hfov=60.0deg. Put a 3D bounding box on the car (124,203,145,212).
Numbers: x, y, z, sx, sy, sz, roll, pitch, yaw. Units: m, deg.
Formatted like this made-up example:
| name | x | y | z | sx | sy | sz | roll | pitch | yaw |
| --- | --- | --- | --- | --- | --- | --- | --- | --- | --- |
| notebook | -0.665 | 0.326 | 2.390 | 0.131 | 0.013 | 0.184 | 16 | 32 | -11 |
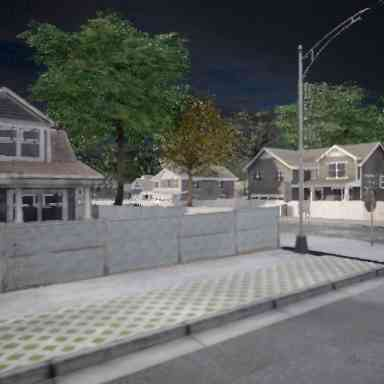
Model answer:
| name | x | y | z | sx | sy | sz | roll | pitch | yaw |
| --- | --- | --- | --- | --- | --- | --- | --- | --- | --- |
| car | -6.195 | 2.000 | 36.657 | 1.837 | 1.490 | 4.892 | -1 | 1 | -36 |
